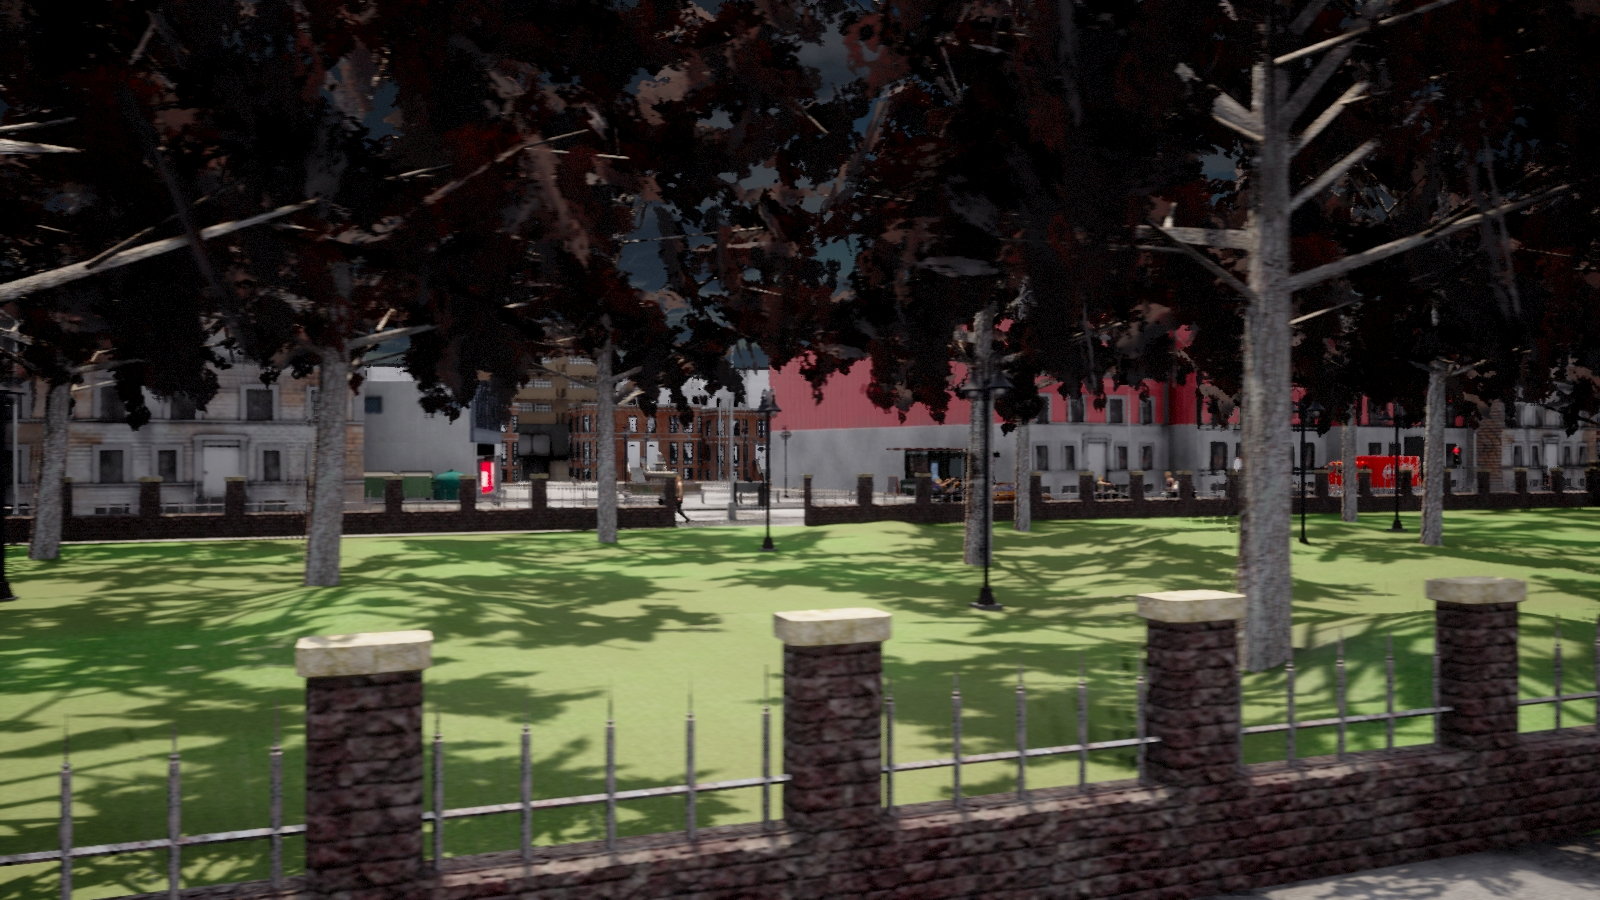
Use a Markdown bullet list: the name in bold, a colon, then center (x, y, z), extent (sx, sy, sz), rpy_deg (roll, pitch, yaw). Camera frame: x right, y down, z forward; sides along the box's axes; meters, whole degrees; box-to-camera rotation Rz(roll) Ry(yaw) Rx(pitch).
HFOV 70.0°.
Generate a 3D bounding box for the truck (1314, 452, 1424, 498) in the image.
- **truck**: center (31.624, 1.340, 63.540), extent (5.204, 2.467, 2.627), rpy_deg (0, 0, -20)

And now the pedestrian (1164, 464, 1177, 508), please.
- **pedestrian**: center (15.695, 1.521, 48.378), extent (0.375, 1.860, 0.375), rpy_deg (0, 0, -19)

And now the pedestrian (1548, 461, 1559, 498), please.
- **pedestrian**: center (38.425, 1.518, 58.269), extent (0.375, 1.860, 0.375), rpy_deg (0, 0, 12)

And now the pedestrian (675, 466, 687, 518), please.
- **pedestrian**: center (-4.323, 1.521, 41.397), extent (0.375, 1.860, 0.375), rpy_deg (0, 0, -17)

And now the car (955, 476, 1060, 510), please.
- **car**: center (9.270, 1.907, 51.157), extent (4.181, 1.385, 1.994), rpy_deg (-1, 0, -20)
